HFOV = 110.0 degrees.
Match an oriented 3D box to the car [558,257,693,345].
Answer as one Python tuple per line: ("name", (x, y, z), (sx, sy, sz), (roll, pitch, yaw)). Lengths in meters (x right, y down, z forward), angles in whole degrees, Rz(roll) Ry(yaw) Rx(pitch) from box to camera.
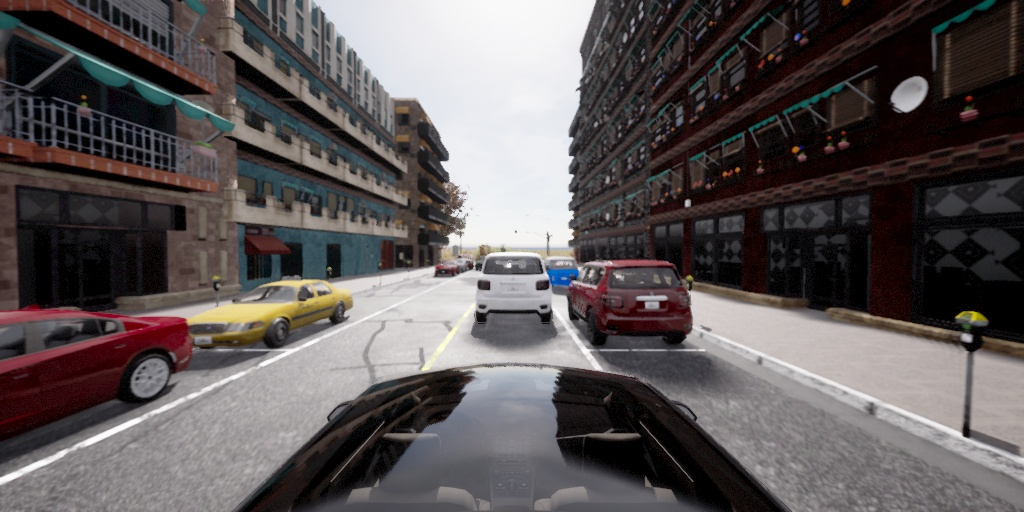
("car", (2.693, 1.002, 9.247), (2.192, 1.841, 5.009), (0, 0, 0))

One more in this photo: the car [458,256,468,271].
("car", (-5.669, 0.991, 37.528), (2.007, 1.370, 4.403), (0, 0, 0))

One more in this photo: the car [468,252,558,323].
("car", (0.079, 0.889, 11.918), (2.150, 2.045, 5.566), (0, 1, 1))

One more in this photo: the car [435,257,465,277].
("car", (-5.673, 1.037, 31.863), (1.888, 1.381, 4.507), (0, 0, 0))

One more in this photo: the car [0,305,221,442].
("car", (-5.691, 1.280, 3.535), (1.888, 1.381, 4.507), (0, 0, 0))

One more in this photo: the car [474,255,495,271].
("car", (-3.070, 0.757, 41.269), (2.097, 1.767, 4.553), (0, 1, 0))

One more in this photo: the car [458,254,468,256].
("car", (-5.665, 0.703, 43.193), (2.192, 1.841, 5.009), (0, 0, 0))

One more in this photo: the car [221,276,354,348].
("car", (-5.688, 1.213, 9.031), (1.751, 1.417, 4.829), (0, 0, 0))
